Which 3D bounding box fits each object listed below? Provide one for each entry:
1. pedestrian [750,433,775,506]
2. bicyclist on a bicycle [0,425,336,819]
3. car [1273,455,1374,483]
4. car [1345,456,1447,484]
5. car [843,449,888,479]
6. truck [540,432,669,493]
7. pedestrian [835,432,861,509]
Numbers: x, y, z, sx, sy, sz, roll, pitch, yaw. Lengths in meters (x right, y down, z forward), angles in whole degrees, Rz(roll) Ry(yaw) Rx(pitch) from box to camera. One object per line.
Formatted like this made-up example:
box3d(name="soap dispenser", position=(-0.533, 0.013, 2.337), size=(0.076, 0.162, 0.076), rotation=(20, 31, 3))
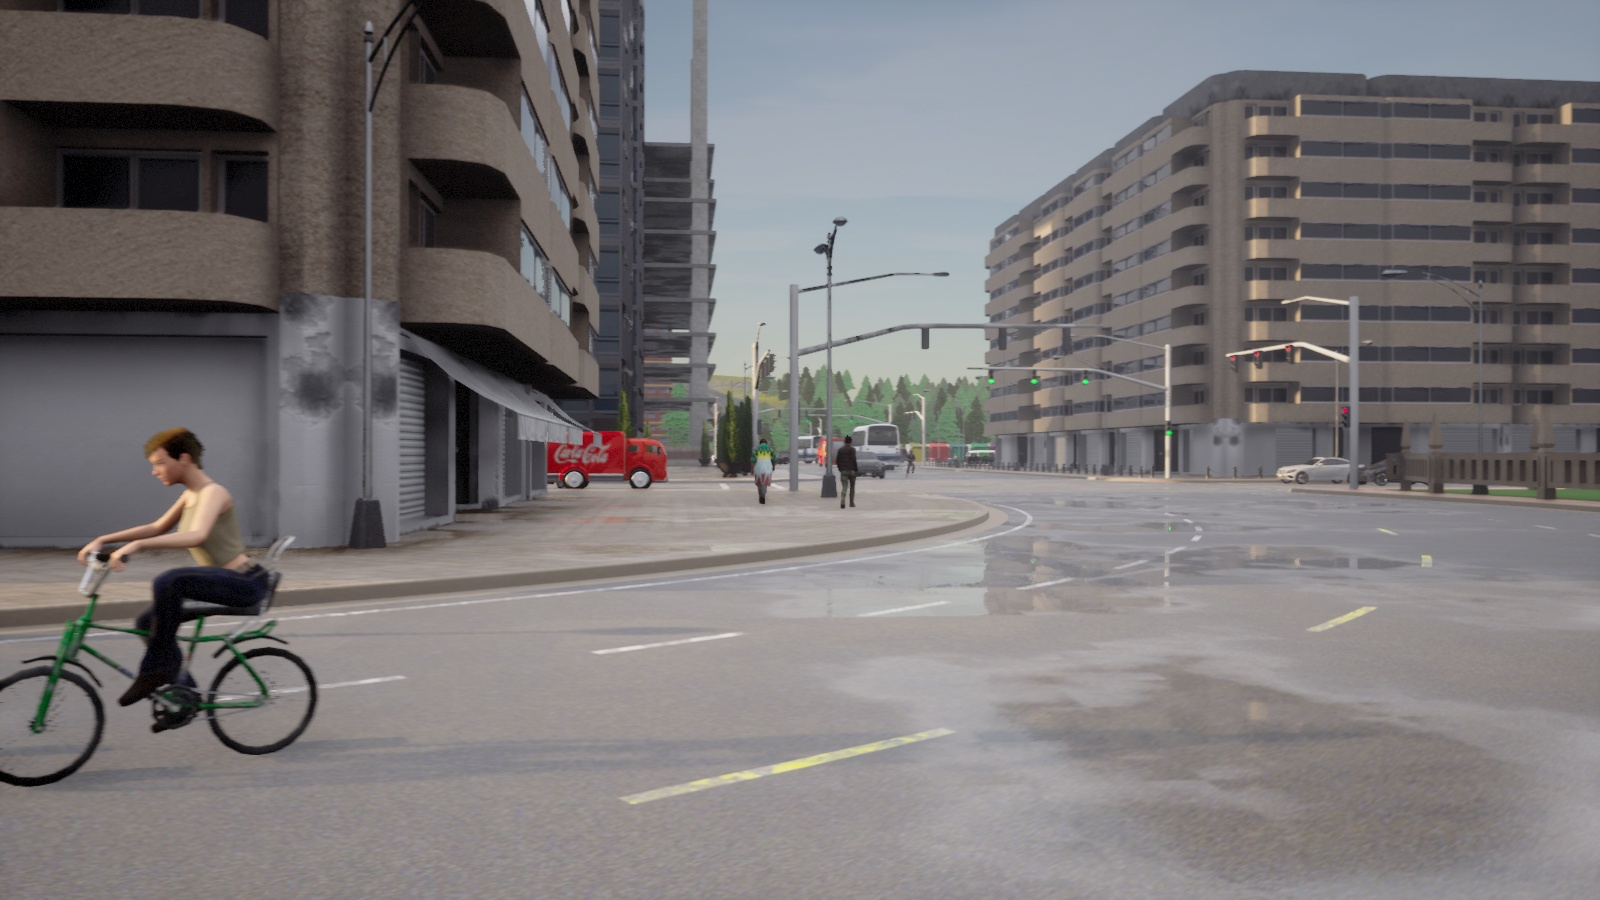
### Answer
box3d(name="pedestrian", position=(-1.032, 0.530, 34.405), size=(0.659, 1.952, 0.873), rotation=(0, 0, -1))
box3d(name="bicyclist on a bicycle", position=(-3.078, 0.710, 5.865), size=(1.509, 1.612, 0.866), rotation=(0, -1, -38))
box3d(name="car", position=(27.703, 0.972, 66.514), size=(4.674, 1.442, 1.812), rotation=(0, 0, -6))
box3d(name="car", position=(29.979, 0.993, 63.225), size=(4.181, 1.385, 1.994), rotation=(0, 0, -6))
box3d(name="car", position=(3.949, 0.849, 76.770), size=(2.097, 1.767, 4.553), rotation=(0, 0, -5))
box3d(name="truck", position=(-8.092, 0.512, 52.501), size=(5.204, 2.467, 2.627), rotation=(0, 0, -6))
box3d(name="pedestrian", position=(1.169, 0.496, 30.566), size=(0.431, 1.840, 0.703), rotation=(0, 0, 22))
